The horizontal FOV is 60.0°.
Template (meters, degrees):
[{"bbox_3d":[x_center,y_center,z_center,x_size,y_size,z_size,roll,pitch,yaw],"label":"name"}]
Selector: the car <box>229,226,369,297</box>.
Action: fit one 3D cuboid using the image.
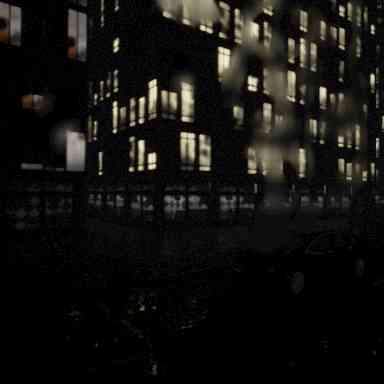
[{"bbox_3d":[2.906,1.602,8.630,4.403,1.369,2.008,0,0,-36],"label":"car"}]
